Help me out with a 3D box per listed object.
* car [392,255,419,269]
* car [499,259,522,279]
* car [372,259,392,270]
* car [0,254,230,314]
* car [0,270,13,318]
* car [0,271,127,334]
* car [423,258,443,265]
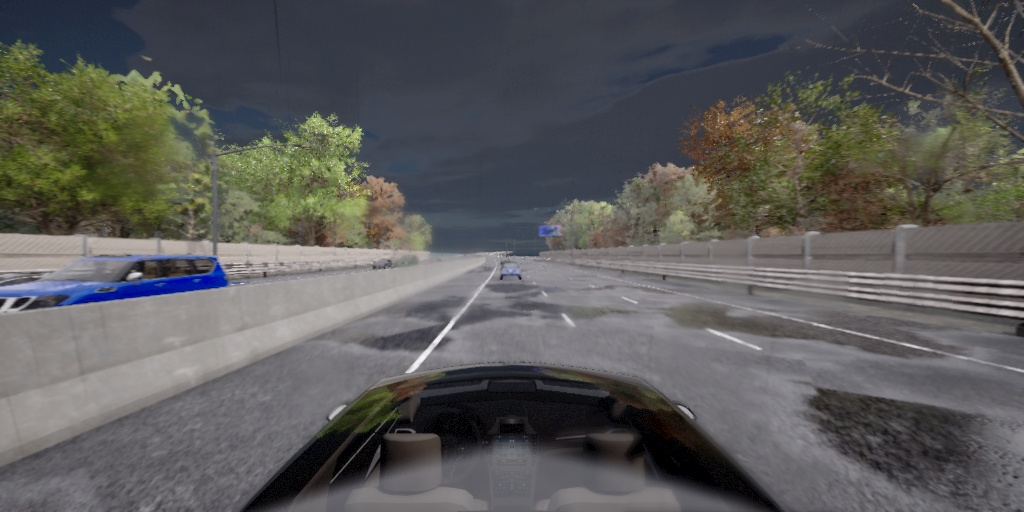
[{"bbox_3d":[-14.658,0.888,50.616,2.150,2.045,5.566,0,0,-1],"label":"car"},{"bbox_3d":[-0.123,1.233,31.198,2.033,1.411,5.357,0,0,-1],"label":"car"},{"bbox_3d":[-18.163,1.174,50.643,1.837,1.490,4.892,0,0,-1],"label":"car"},{"bbox_3d":[-10.607,0.972,9.867,2.150,2.045,5.566,0,0,0],"label":"car"},{"bbox_3d":[-17.607,1.243,9.463,1.882,1.535,5.008,0,0,0],"label":"car"},{"bbox_3d":[-14.108,1.264,9.851,1.837,1.490,4.892,0,0,0],"label":"car"},{"bbox_3d":[-11.170,1.010,50.889,2.097,1.767,4.553,0,0,-1],"label":"car"}]
